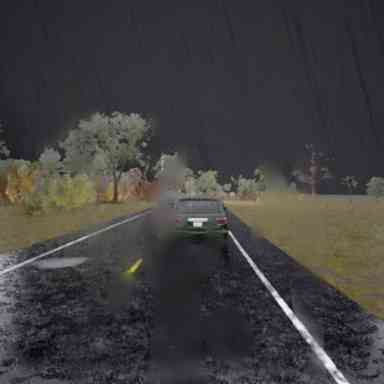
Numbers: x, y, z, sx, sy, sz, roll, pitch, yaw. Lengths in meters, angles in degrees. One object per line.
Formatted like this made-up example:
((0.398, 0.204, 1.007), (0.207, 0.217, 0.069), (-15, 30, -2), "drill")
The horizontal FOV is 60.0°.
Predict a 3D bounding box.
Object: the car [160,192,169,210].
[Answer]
((-2.490, 1.026, 40.234), (2.150, 2.045, 5.566), (0, 0, 3), "car")

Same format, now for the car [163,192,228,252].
((0.268, 1.148, 13.730), (2.150, 2.045, 5.566), (0, 0, 2), "car")

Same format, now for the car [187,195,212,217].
((0.729, 1.192, 29.876), (2.097, 1.767, 4.553), (0, 0, 2), "car")
